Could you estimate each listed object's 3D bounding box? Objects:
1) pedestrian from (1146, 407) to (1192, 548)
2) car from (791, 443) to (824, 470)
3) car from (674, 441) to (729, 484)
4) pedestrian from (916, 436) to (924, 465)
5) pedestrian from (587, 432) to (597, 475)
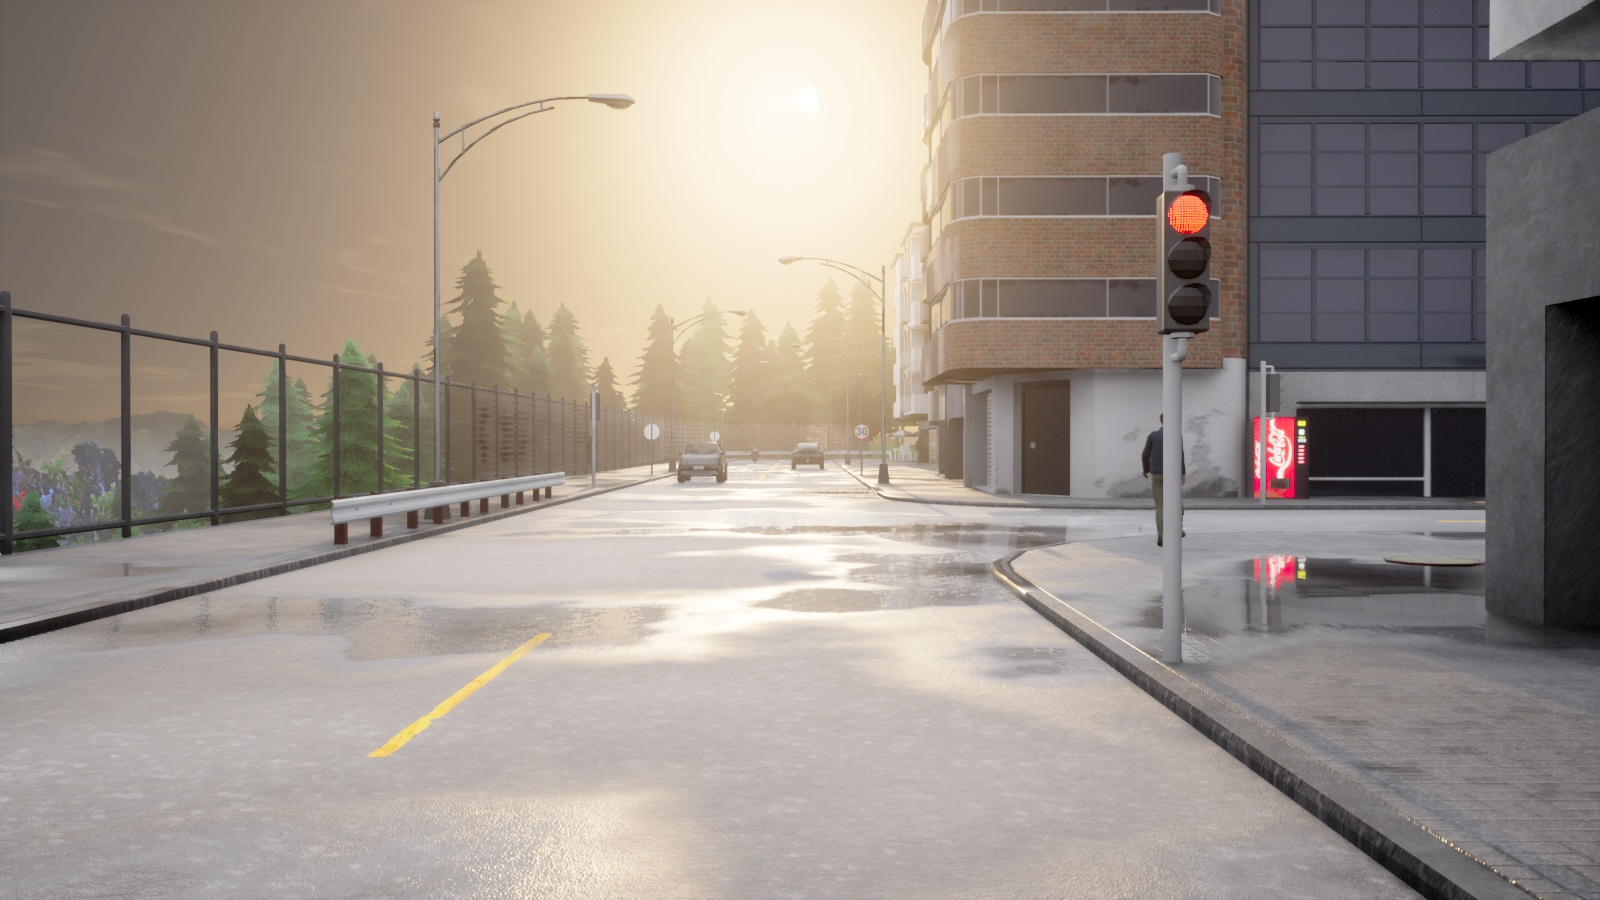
[{"bbox_3d":[4.943,0.359,16.797,0.402,1.842,0.726,0,0,32],"label":"pedestrian"},{"bbox_3d":[0.453,0.341,72.697,1.837,1.490,4.892,0,0,0],"label":"car"},{"bbox_3d":[-3.698,0.455,47.838,1.789,1.549,3.705,0,0,0],"label":"car"},{"bbox_3d":[7.760,0.019,81.390,0.431,1.840,0.709,0,0,0],"label":"pedestrian"},{"bbox_3d":[-8.873,0.147,53.550,0.353,1.847,0.614,0,0,0],"label":"pedestrian"}]
